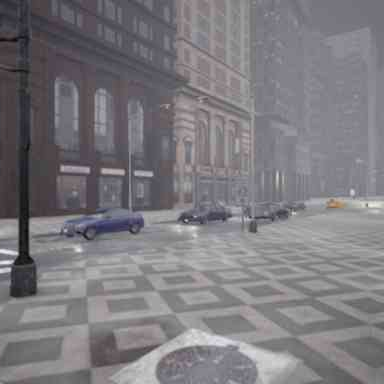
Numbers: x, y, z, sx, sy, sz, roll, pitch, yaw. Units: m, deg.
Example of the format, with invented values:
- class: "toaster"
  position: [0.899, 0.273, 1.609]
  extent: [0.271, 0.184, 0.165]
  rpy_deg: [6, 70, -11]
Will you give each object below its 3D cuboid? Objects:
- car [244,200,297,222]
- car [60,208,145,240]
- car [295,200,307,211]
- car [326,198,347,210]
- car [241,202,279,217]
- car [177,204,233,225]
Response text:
- class: "car"
  position: [6.505, 1.622, 27.276]
  extent: [2.033, 1.411, 5.357]
  rpy_deg: [0, 0, 36]
- class: "car"
  position: [-4.507, 1.562, 17.408]
  extent: [1.812, 1.442, 4.674]
  rpy_deg: [0, 0, 37]
- class: "car"
  position: [12.687, 1.667, 41.313]
  extent: [2.033, 1.411, 5.357]
  rpy_deg: [0, 0, 36]
- class: "car"
  position: [20.269, 1.616, 46.511]
  extent: [1.882, 1.535, 5.008]
  rpy_deg: [0, 0, 36]
- class: "car"
  position: [6.900, 1.695, 33.315]
  extent: [1.895, 1.301, 4.718]
  rpy_deg: [0, 0, 36]
- class: "car"
  position: [1.161, 1.613, 25.319]
  extent: [2.033, 1.411, 5.357]
  rpy_deg: [0, 0, 36]
